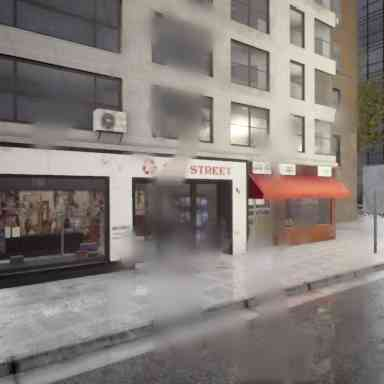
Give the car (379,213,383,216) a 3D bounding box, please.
[{"bbox_3d":[18.091,1.643,27.281,1.895,1.301,4.718,0,0,-35],"label":"car"}]
